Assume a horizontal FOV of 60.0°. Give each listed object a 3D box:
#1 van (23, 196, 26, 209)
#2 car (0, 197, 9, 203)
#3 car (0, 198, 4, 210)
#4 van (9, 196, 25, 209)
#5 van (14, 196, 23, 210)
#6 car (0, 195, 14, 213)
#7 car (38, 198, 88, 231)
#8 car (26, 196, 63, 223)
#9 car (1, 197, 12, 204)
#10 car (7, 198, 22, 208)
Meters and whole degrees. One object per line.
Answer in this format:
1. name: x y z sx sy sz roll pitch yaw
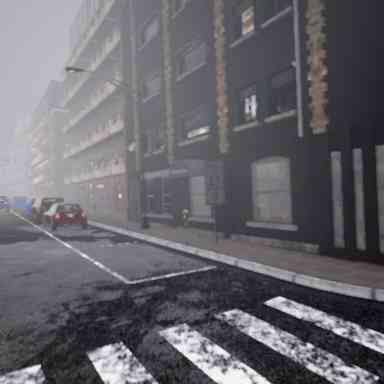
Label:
1. van: -13.501 1.302 29.210 1.690 1.788 3.998 -1 0 -32
2. car: -45.716 1.864 80.723 1.947 1.339 4.313 -1 0 -32
3. car: -27.657 1.697 46.932 1.812 1.442 4.674 -2 1 -32
4. van: -25.217 1.425 47.942 1.690 1.788 3.998 -1 0 -32
5. van: -22.289 1.394 43.260 1.690 1.788 3.998 -1 0 -32
6. car: -22.172 1.335 38.154 2.150 2.045 5.566 -2 1 -32
7. car: -7.642 1.340 19.845 1.967 1.590 4.097 -1 0 -32
8. car: -10.573 1.245 24.527 2.192 1.841 5.009 -1 0 -32
9. car: -39.858 1.803 71.356 1.947 1.339 4.313 -1 0 -32
10. car: -28.233 1.641 52.769 1.752 1.417 4.829 -1 0 -32
